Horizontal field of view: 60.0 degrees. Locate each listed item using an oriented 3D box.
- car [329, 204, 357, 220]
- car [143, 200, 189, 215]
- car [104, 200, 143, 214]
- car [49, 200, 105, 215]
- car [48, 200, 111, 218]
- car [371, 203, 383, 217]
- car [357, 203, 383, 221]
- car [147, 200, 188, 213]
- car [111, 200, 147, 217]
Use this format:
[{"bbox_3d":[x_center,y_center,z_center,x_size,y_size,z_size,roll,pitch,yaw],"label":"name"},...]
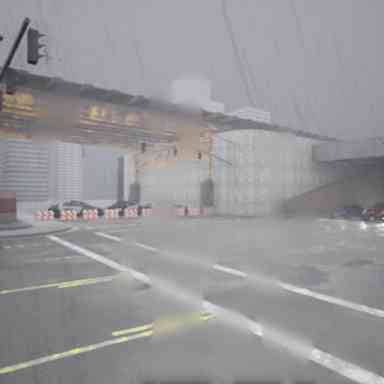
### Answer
[{"bbox_3d":[15.601,1.934,33.201,4.674,1.442,1.812,1,-1,-37],"label":"car"},{"bbox_3d":[-2.933,1.700,37.380,4.974,1.542,2.038,1,0,-7],"label":"car"},{"bbox_3d":[-6.823,1.474,33.669,1.853,1.218,4.536,0,0,18],"label":"car"},{"bbox_3d":[-10.633,1.414,30.938,4.536,1.218,1.853,1,0,8],"label":"car"},{"bbox_3d":[-10.583,1.572,30.930,4.974,1.542,2.038,1,0,8],"label":"car"},{"bbox_3d":[23.255,2.078,38.965,5.357,1.411,2.033,1,-1,-37],"label":"car"},{"bbox_3d":[17.378,1.756,30.156,4.553,1.767,2.097,1,-1,-37],"label":"car"},{"bbox_3d":[-2.983,1.542,37.375,4.536,1.218,1.853,1,0,-7],"label":"car"},{"bbox_3d":[-6.840,1.631,33.618,2.038,1.542,4.974,0,0,18],"label":"car"}]
